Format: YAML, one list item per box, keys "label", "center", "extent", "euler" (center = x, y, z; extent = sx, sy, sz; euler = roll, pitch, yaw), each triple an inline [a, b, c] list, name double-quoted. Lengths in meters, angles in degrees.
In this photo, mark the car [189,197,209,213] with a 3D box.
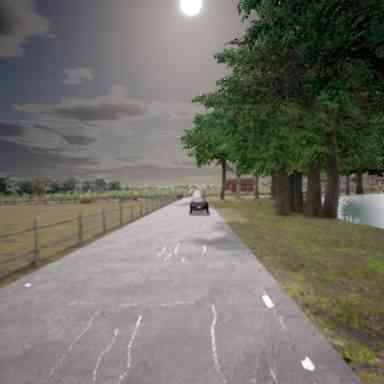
- label: "car"
  center: [0.738, 1.294, 34.378]
  extent: [1.882, 1.535, 5.008]
  euler: [-1, 0, 1]
